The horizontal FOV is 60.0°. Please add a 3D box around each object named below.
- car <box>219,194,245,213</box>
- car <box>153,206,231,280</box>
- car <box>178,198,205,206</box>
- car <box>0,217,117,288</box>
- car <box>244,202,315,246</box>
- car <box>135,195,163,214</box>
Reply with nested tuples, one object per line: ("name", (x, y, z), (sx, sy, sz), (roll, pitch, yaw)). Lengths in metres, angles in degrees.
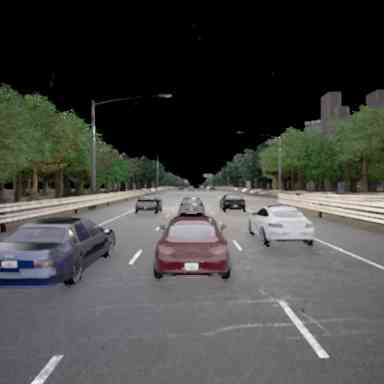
("car", (3.501, 0.911, 29.177), (1.882, 1.535, 5.008), (0, 1, 0))
("car", (0.023, 1.354, 9.282), (1.812, 1.442, 4.674), (0, 1, 1))
("car", (-0.022, 1.098, 23.858), (2.033, 1.411, 5.357), (0, 1, 0))
("car", (-3.481, 1.384, 8.888), (2.033, 1.411, 5.357), (0, 1, 0))
("car", (3.538, 1.273, 13.690), (1.812, 1.442, 4.674), (0, 1, 0))
("car", (-3.504, 0.961, 27.648), (2.128, 1.511, 4.902), (0, 1, 0))
